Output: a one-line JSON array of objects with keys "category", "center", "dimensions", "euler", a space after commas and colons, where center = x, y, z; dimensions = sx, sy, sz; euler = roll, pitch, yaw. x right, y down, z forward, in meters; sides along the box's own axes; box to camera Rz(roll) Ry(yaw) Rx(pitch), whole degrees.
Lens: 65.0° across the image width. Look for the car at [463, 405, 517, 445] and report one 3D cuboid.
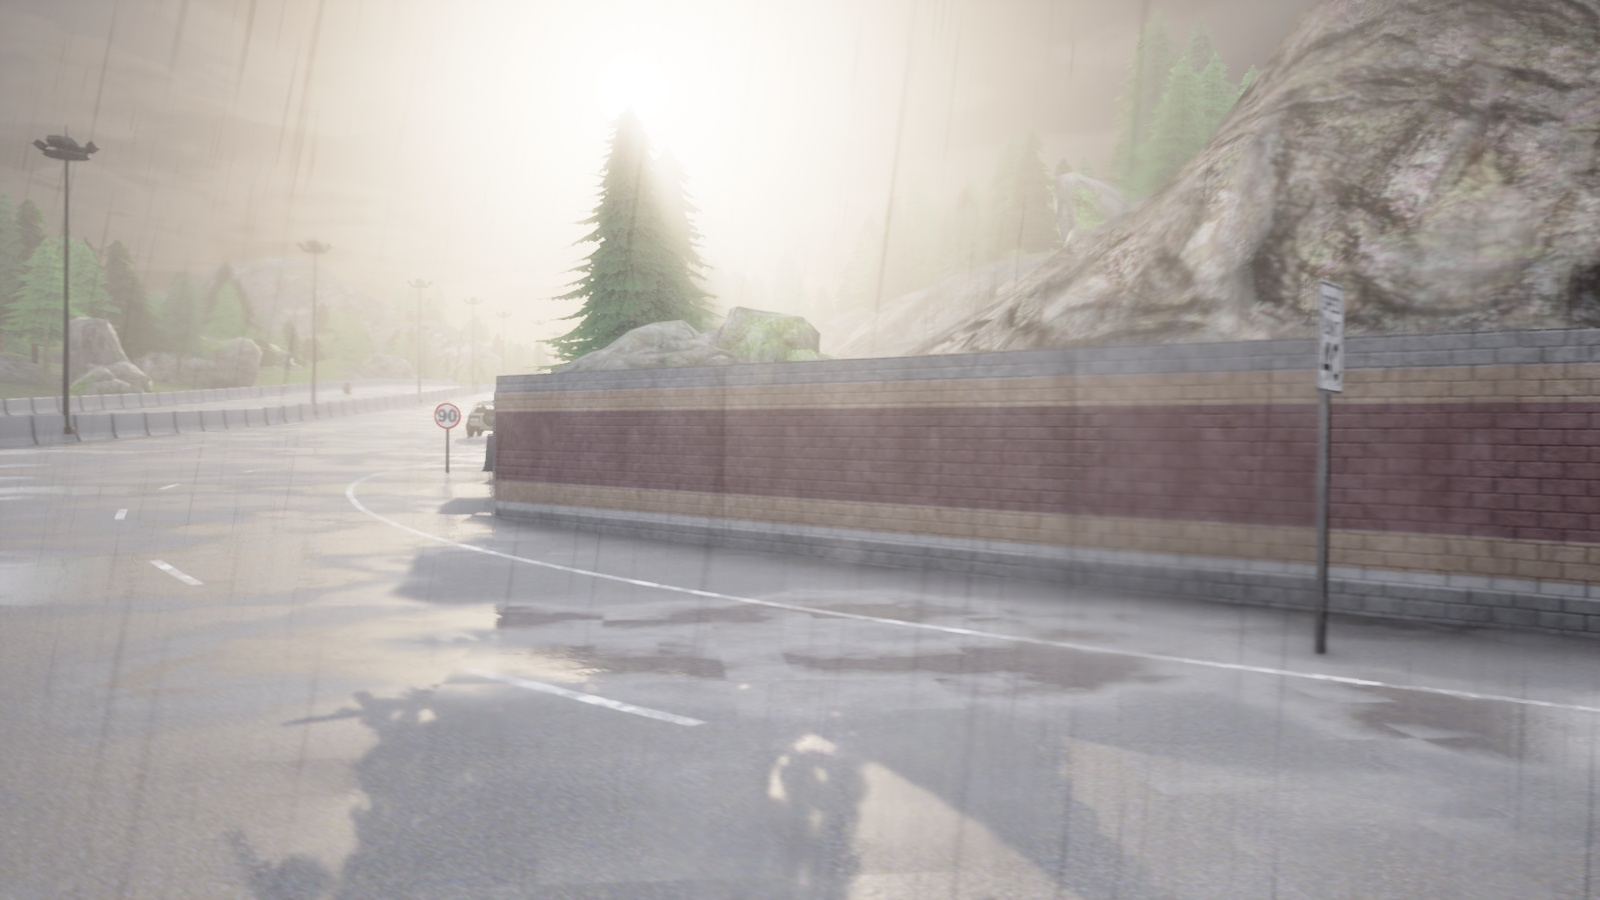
[{"category": "car", "center": [-15.471, -1.293, 62.871], "dimensions": [1.932, 1.855, 4.605], "euler": [-1, 3, -6]}]
